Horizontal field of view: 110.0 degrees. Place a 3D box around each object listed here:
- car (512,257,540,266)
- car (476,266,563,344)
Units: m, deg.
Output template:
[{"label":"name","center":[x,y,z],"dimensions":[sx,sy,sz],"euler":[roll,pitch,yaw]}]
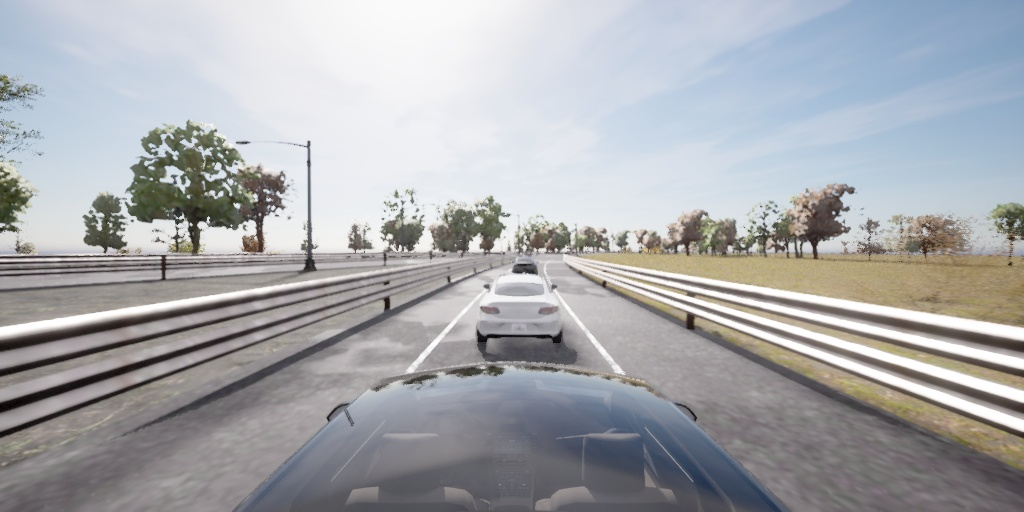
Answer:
[{"label":"car","center":[1.035,0.814,27.790],"dimensions":[1.837,1.490,4.892],"euler":[0,1,4]},{"label":"car","center":[0.205,1.151,9.103],"dimensions":[1.812,1.442,4.674],"euler":[0,1,2]}]
